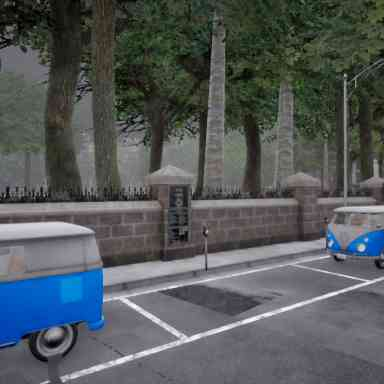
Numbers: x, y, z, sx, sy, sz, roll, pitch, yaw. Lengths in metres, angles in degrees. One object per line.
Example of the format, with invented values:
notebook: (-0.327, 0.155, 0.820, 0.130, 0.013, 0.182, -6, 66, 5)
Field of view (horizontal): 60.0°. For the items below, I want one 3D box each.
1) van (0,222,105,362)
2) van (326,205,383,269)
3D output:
van: (-3.167, 1.341, 4.275, 3.998, 1.788, 1.690, 0, 0, -36)
van: (6.040, 1.337, 10.854, 3.998, 1.788, 1.690, 0, 0, -36)
